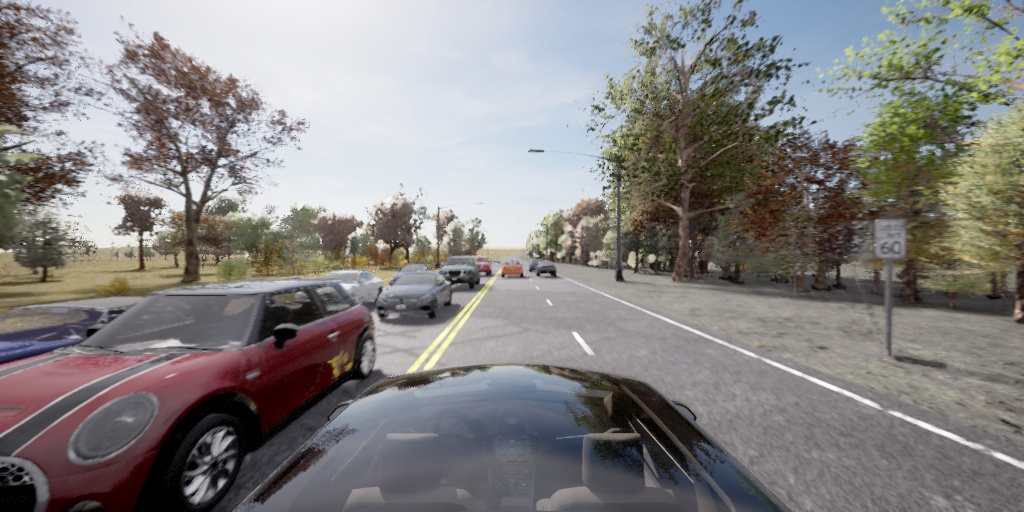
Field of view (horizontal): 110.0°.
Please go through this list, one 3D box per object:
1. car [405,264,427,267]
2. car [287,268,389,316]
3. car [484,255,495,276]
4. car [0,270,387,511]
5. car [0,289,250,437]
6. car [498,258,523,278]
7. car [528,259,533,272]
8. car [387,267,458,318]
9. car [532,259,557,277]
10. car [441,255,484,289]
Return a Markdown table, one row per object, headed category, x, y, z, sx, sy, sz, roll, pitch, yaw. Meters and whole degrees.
| category | x | y | z | sx | sy | sz | roll | pitch | yaw |
| --- | --- | --- | --- | --- | --- | --- | --- | --- | --- |
| car | -6.599 | 1.299 | 24.419 | 1.812 | 1.442 | 4.674 | 0 | 0 | 0 |
| car | -6.604 | 1.288 | 14.305 | 1.812 | 1.442 | 4.674 | 0 | 0 | 0 |
| car | -3.291 | 1.014 | 37.337 | 2.150 | 2.045 | 5.566 | 0 | -1 | 0 |
| car | -3.350 | 1.104 | 4.197 | 2.097 | 1.767 | 4.553 | 0 | 0 | 0 |
| car | -6.602 | 1.354 | 5.368 | 1.895 | 1.301 | 4.718 | 0 | 0 | 0 |
| car | 0.040 | 1.138 | 35.109 | 2.097 | 1.767 | 4.553 | 0 | 0 | 0 |
| car | 3.244 | 1.145 | 46.960 | 2.097 | 1.767 | 4.553 | 0 | 0 | 0 |
| car | -3.354 | 1.288 | 13.185 | 1.812 | 1.442 | 4.674 | 0 | 0 | 0 |
| car | 3.311 | 1.267 | 35.556 | 1.837 | 1.490 | 4.892 | 1 | -1 | 0 |
| car | -3.348 | 0.995 | 23.777 | 2.150 | 2.045 | 5.566 | 0 | 0 | 0 |
